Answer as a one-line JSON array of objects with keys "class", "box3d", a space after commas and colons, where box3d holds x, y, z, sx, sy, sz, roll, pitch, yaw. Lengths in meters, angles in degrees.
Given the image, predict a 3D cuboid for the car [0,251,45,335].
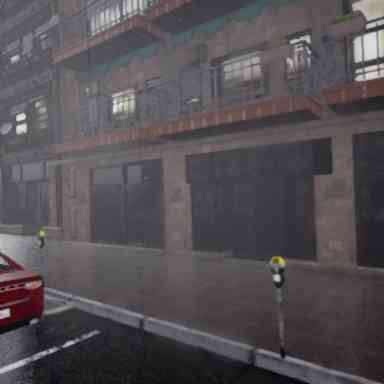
[{"class": "car", "box3d": [-4.467, 1.604, 5.971, 4.507, 1.381, 1.887, -1, -2, 36]}]
